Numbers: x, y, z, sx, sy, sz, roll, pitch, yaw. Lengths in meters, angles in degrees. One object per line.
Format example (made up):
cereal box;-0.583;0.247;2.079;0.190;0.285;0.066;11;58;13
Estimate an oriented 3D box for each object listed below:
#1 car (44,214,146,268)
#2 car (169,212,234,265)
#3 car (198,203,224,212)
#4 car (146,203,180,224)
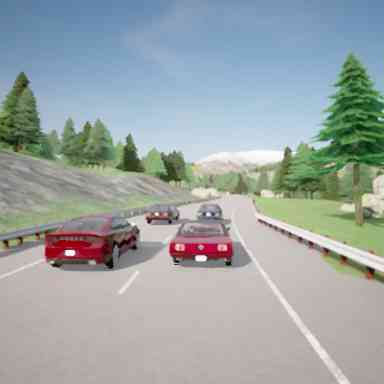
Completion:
car;-3.120;1.484;11.413;1.882;1.535;5.008;0;0;4
car;0.404;1.607;11.677;1.895;1.301;4.718;0;0;4
car;1.363;1.561;24.828;2.033;1.411;5.357;0;0;6
car;-2.127;1.561;25.114;2.033;1.411;5.357;0;0;6
